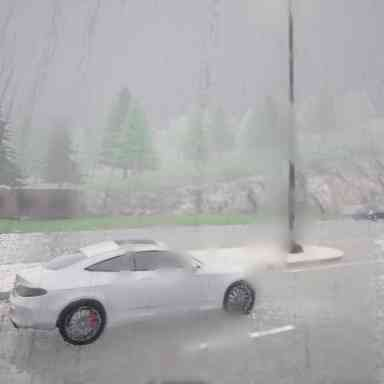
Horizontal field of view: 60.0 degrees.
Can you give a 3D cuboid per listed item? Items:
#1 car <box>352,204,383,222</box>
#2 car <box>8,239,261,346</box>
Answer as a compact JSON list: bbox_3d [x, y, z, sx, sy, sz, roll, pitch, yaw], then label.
[{"bbox_3d":[18.397,2.031,34.051,4.553,1.767,2.097,1,-1,-36],"label":"car"},{"bbox_3d":[-0.879,1.657,6.425,4.674,1.442,1.812,1,-1,-25],"label":"car"}]
